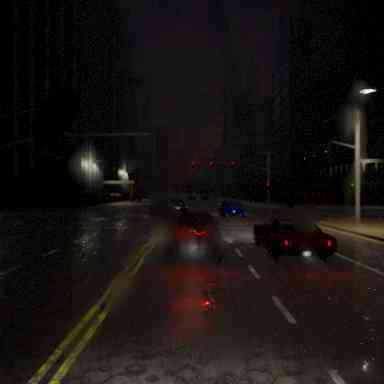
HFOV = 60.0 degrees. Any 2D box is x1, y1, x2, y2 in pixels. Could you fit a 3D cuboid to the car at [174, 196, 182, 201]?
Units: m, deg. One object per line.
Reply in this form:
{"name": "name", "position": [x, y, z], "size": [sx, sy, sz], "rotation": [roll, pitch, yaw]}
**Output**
{"name": "car", "position": [-3.522, 1.653, 84.653], "size": [1.895, 1.301, 4.718], "rotation": [0, 0, 0]}

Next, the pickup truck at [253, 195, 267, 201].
{"name": "pickup truck", "position": [16.601, 1.117, 79.750], "size": [2.390, 2.098, 6.274], "rotation": [0, 0, 30]}

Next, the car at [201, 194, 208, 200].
{"name": "car", "position": [3.476, 1.417, 94.299], "size": [1.812, 1.442, 4.674], "rotation": [0, 0, 0]}

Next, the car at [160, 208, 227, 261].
{"name": "car", "position": [0.059, 1.509, 12.394], "size": [1.837, 1.490, 4.892], "rotation": [0, -2, 0]}

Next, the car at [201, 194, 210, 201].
{"name": "car", "position": [3.478, 1.602, 84.313], "size": [1.994, 1.385, 4.181], "rotation": [0, 0, 0]}

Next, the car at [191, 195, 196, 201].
{"name": "car", "position": [-0.022, 1.548, 83.914], "size": [1.837, 1.490, 4.892], "rotation": [0, 0, 0]}

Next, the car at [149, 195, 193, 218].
{"name": "car", "position": [-2.062, 1.372, 28.337], "size": [2.097, 1.767, 4.553], "rotation": [0, 0, -25]}

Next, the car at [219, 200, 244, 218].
{"name": "car", "position": [3.570, 1.500, 30.577], "size": [1.882, 1.535, 5.008], "rotation": [0, 0, 0]}

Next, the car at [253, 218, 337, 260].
{"name": "car", "position": [3.559, 1.610, 12.459], "size": [1.895, 1.301, 4.718], "rotation": [0, 0, 0]}

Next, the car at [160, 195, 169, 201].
{"name": "car", "position": [-7.022, 1.558, 84.685], "size": [1.837, 1.490, 4.892], "rotation": [0, 0, 0]}

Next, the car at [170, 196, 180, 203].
{"name": "car", "position": [-3.518, 1.603, 69.096], "size": [1.994, 1.385, 4.181], "rotation": [0, 0, 0]}

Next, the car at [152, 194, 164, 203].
{"name": "car", "position": [-7.018, 1.406, 69.132], "size": [2.097, 1.767, 4.553], "rotation": [0, 0, 0]}
